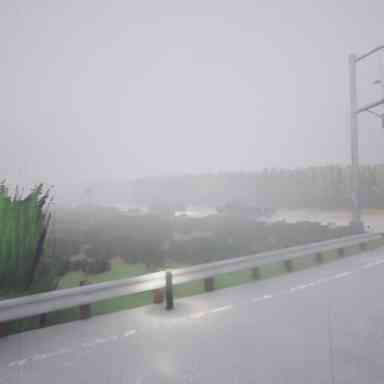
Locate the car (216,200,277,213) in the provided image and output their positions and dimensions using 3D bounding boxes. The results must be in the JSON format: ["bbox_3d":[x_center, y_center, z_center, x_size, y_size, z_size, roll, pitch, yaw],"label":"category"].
[{"bbox_3d":[4.112,1.265,25.545,1.895,1.301,4.718,-3,2,-41],"label":"car"}]

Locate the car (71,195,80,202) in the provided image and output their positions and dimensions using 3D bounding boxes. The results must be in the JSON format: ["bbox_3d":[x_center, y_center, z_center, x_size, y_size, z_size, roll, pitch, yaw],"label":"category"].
[{"bbox_3d":[-21.614,1.246,59.610,1.812,1.442,4.674,-3,2,-42],"label":"car"}]

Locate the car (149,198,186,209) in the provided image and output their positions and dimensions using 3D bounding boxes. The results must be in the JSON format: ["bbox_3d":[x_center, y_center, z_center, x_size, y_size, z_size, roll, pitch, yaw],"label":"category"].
[{"bbox_3d":[-2.480,1.274,33.013,1.994,1.385,4.181,-3,2,-42],"label":"car"}]
